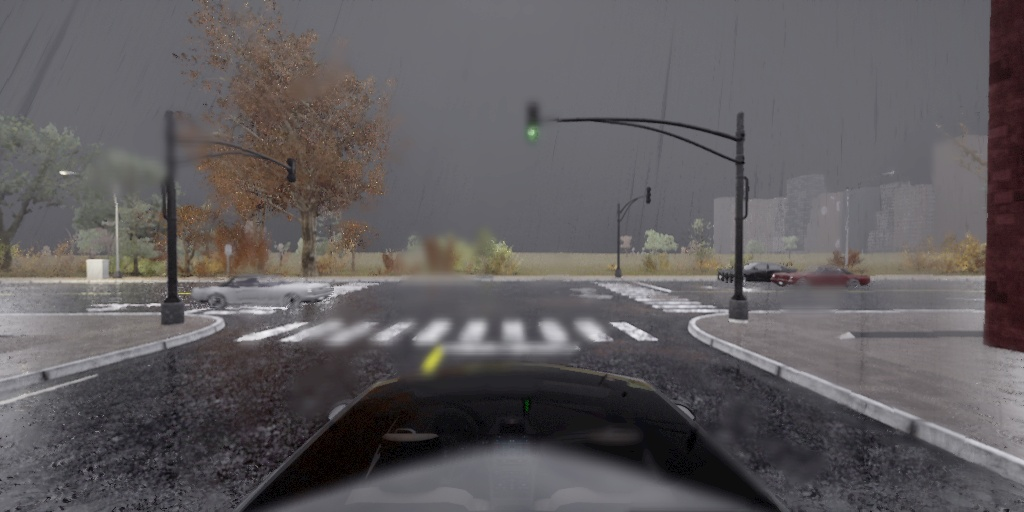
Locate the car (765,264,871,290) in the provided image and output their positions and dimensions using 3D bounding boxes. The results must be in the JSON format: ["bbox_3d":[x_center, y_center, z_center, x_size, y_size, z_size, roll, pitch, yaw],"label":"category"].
[{"bbox_3d":[18.473,1.323,21.653,4.718,1.301,1.895,0,1,0],"label":"car"}]

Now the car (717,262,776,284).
[{"bbox_3d":[16.981,1.161,24.912,5.008,1.535,1.882,0,1,0],"label":"car"}]

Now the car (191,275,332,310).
[{"bbox_3d":[-10.174,1.450,14.900,4.718,1.301,1.895,0,1,-1],"label":"car"}]
